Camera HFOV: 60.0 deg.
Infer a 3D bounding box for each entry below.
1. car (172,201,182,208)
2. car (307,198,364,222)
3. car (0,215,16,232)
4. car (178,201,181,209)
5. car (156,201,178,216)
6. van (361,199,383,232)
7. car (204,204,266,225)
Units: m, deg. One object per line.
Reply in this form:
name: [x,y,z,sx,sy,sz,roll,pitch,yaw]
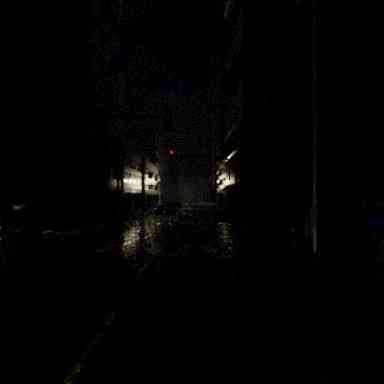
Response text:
car: [-2.997,2.482,68.464,1.895,1.301,4.718,0,-1,0]
car: [12.085,1.456,27.250,5.009,1.841,2.192,-1,0,0]
car: [-13.850,1.781,21.313,4.553,1.767,2.097,-1,0,0]
car: [-3.086,2.157,48.551,2.033,1.411,5.357,0,-1,1]
car: [-3.092,2.051,39.224,1.994,1.385,4.181,0,-1,0]
van: [12.108,1.437,18.725,3.998,1.788,1.690,-1,0,0]
car: [3.363,1.752,26.748,5.008,1.535,1.882,-2,0,30]
